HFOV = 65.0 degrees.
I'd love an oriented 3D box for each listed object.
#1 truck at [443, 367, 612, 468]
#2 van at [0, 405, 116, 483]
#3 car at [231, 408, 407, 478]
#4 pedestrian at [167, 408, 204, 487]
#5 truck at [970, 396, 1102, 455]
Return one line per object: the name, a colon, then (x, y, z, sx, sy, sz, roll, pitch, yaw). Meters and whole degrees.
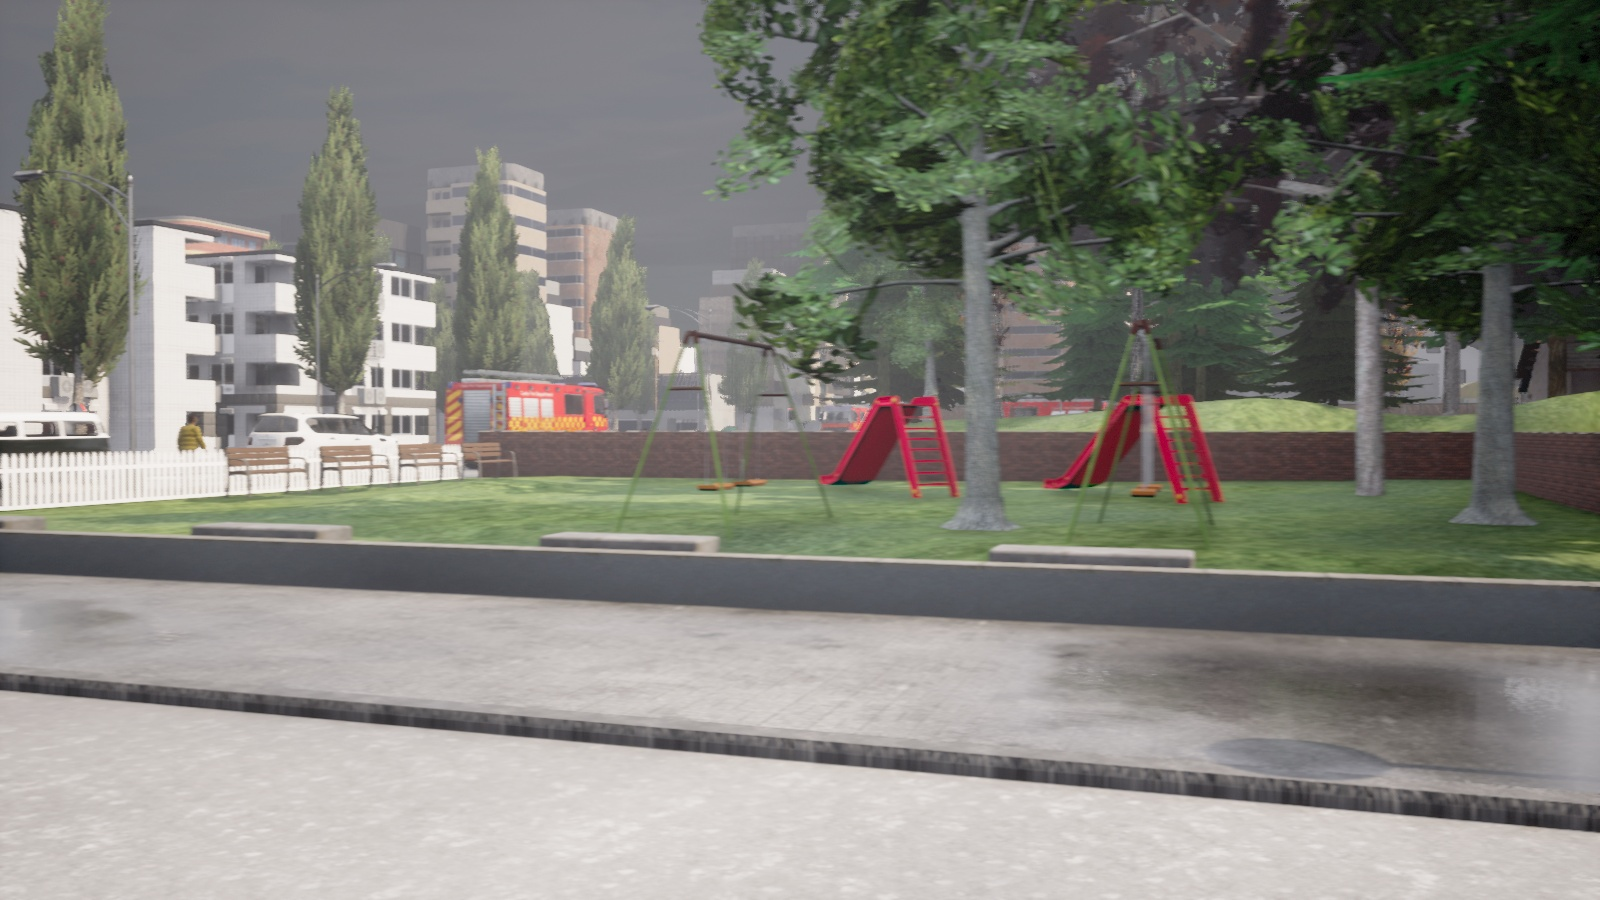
truck: (-11.005, -1.303, 51.802, 2.891, 3.827, 8.468, 1, 1, 19)
van: (-21.238, -0.183, 34.104, 2.069, 2.038, 4.480, 1, 1, 19)
car: (-15.079, -0.244, 39.809, 2.150, 2.045, 5.566, 1, 1, 19)
pedestrian: (-14.453, -0.072, 29.541, 0.431, 1.840, 0.709, 1, 1, 11)
truck: (15.980, -1.683, 85.054, 8.468, 3.827, 2.891, 1, 1, 19)
